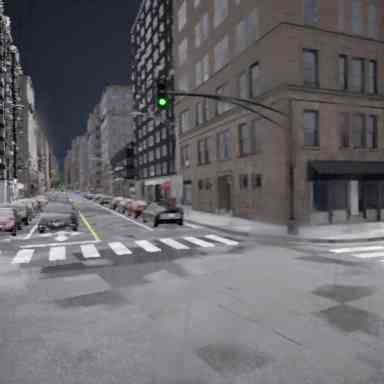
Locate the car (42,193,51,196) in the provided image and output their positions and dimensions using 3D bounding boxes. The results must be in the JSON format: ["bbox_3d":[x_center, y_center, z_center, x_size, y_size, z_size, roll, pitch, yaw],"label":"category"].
[{"bbox_3d":[-21.718,1.232,48.002,1.752,1.417,4.829,-1,1,-21],"label":"car"}]

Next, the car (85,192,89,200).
[{"bbox_3d":[-19.812,0.978,66.720,1.947,1.339,4.313,-1,1,-21],"label":"car"}]

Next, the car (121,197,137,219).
[{"bbox_3d":[-3.867,1.255,25.448,1.887,1.381,4.507,-1,1,-21],"label":"car"}]

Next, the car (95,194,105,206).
[{"bbox_3d":[-11.839,1.128,46.084,1.947,1.339,4.313,-1,1,-21],"label":"car"}]

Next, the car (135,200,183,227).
[{"bbox_3d":[-1.874,1.312,20.289,1.947,1.339,4.313,-1,1,-21],"label":"car"}]

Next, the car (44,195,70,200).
[{"bbox_3d":[-11.794,1.277,29.988,2.128,1.511,4.902,-1,1,-21],"label":"car"}]

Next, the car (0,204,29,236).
[{"bbox_3d":[-9.824,1.508,17.215,1.802,1.307,4.206,-1,1,-21],"label":"car"}]

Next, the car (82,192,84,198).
[{"bbox_3d":[-23.798,0.902,77.038,1.947,1.339,4.313,-1,1,-21],"label":"car"}]

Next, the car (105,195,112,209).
[{"bbox_3d":[-7.853,1.181,35.766,1.887,1.381,4.507,-1,1,-21],"label":"car"}]

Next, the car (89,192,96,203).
[{"bbox_3d":[-15.826,1.038,56.402,2.008,1.369,4.403,-1,1,-21],"label":"car"}]

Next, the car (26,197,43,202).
[{"bbox_3d":[-13.809,1.404,27.530,2.008,1.369,4.403,-1,1,-21],"label":"car"}]

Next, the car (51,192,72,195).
[{"bbox_3d":[-17.682,1.168,45.300,2.128,1.511,4.902,-1,1,-21],"label":"car"}]

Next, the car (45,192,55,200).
[{"bbox_3d":[-33.735,0.919,79.105,1.967,1.590,4.097,-1,1,-21],"label":"car"}]

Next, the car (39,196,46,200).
[{"bbox_3d":[-15.801,1.361,32.687,1.887,1.381,4.507,-1,1,-21],"label":"car"}]

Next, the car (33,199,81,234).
[{"bbox_3d":[-7.446,1.369,18.785,1.837,1.490,4.892,-1,1,-18],"label":"car"}]

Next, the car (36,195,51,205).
[{"bbox_3d":[-23.772,1.233,53.318,1.947,1.339,4.313,-1,1,-21],"label":"car"}]

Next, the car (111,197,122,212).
[{"bbox_3d":[-5.860,1.224,30.607,2.008,1.369,4.403,-1,1,-21],"label":"car"}]

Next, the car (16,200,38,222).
[{"bbox_3d":[-11.816,1.456,22.372,1.947,1.339,4.313,-1,1,-21],"label":"car"}]
